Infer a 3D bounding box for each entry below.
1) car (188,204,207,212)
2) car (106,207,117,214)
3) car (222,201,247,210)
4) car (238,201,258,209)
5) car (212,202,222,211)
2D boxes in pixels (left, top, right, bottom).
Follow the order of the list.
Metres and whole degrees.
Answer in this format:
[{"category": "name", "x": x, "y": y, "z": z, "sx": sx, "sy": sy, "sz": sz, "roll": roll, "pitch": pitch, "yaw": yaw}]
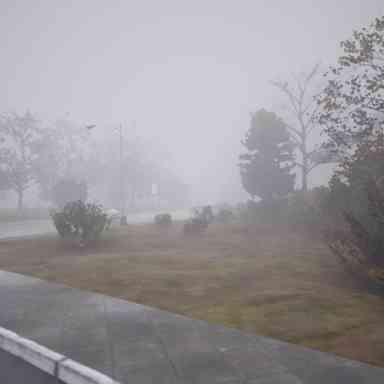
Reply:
[{"category": "car", "x": 1.233, "y": 2.561, "z": 54.347, "sx": 1.895, "sy": 1.301, "sz": 4.718, "roll": -3, "pitch": -2, "yaw": 33}, {"category": "car", "x": -10.123, "y": 2.360, "z": 36.387, "sx": 1.812, "sy": 1.442, "sz": 4.674, "roll": -3, "pitch": -2, "yaw": 32}, {"category": "car", "x": 7.114, "y": 2.196, "z": 50.324, "sx": 2.033, "sy": 1.411, "sz": 5.357, "roll": -3, "pitch": -2, "yaw": 32}, {"category": "car", "x": 10.439, "y": 2.411, "z": 62.098, "sx": 1.837, "sy": 1.490, "sz": 4.892, "roll": -3, "pitch": -2, "yaw": 33}, {"category": "car", "x": 5.013, "y": 2.319, "z": 53.564, "sx": 1.837, "sy": 1.490, "sz": 4.892, "roll": -3, "pitch": -2, "yaw": 32}]
